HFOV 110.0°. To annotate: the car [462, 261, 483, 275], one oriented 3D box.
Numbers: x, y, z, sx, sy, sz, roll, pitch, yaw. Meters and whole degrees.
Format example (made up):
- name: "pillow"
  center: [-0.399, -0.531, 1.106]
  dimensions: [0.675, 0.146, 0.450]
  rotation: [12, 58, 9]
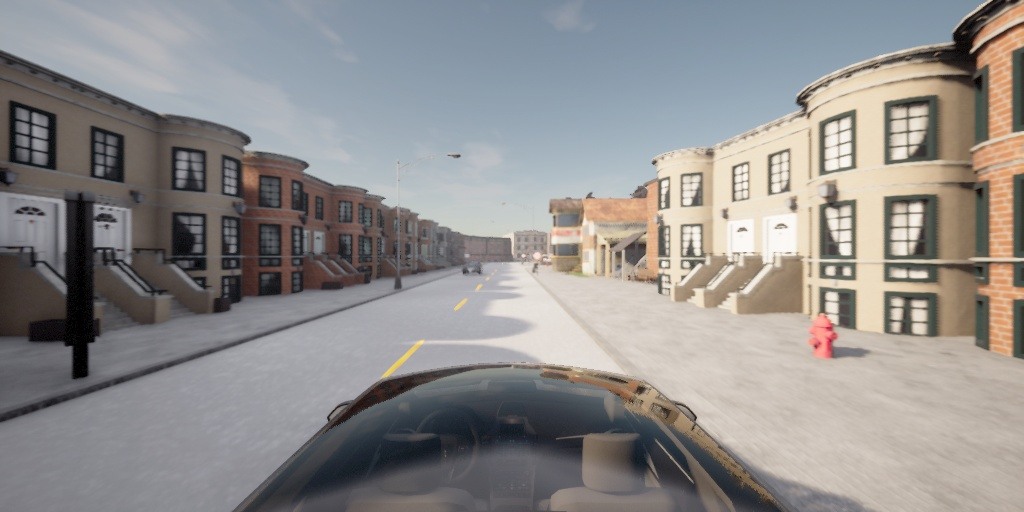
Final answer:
- name: "car"
  center: [-4.095, 1.230, 37.954]
  dimensions: [2.128, 1.511, 4.902]
  rotation: [0, 0, 0]
